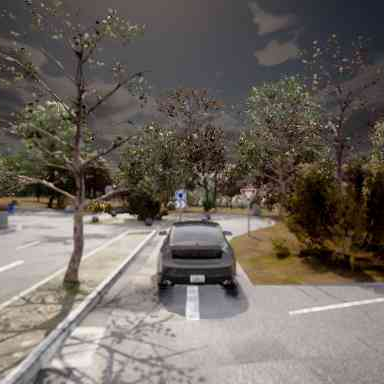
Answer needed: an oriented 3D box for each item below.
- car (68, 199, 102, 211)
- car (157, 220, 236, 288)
[{"bbox_3d":[-14.349,1.696,45.120,4.553,1.767,2.097,2,-2,4],"label":"car"},{"bbox_3d":[0.106,1.551,9.378,1.837,1.490,4.892,0,0,0],"label":"car"}]
